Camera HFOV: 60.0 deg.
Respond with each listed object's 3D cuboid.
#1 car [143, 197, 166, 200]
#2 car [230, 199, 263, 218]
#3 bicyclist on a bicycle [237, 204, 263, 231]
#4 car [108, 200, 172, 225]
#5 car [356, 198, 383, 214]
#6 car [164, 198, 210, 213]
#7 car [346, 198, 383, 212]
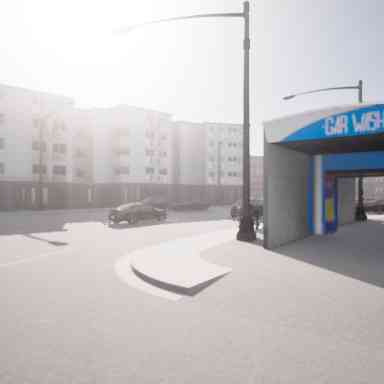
[{"bbox_3d":[-4.747,1.335,38.245,4.553,1.767,2.097,0,0,-39],"label":"car"},{"bbox_3d":[5.416,1.344,28.356,4.553,1.767,2.097,0,0,-39],"label":"car"},{"bbox_3d":[3.194,1.296,18.293,1.656,1.620,0.582,0,0,38],"label":"bicyclist on a bicycle"},{"bbox_3d":[-3.871,1.515,24.066,1.812,1.442,4.674,0,0,38],"label":"car"},{"bbox_3d":[20.382,1.523,35.755,4.674,1.442,1.812,0,0,-19],"label":"car"},{"bbox_3d":[-0.394,1.586,37.397,4.718,1.301,1.895,0,0,-36],"label":"car"},{"bbox_3d":[20.987,1.501,39.644,4.892,1.490,1.837,0,0,-18],"label":"car"}]
